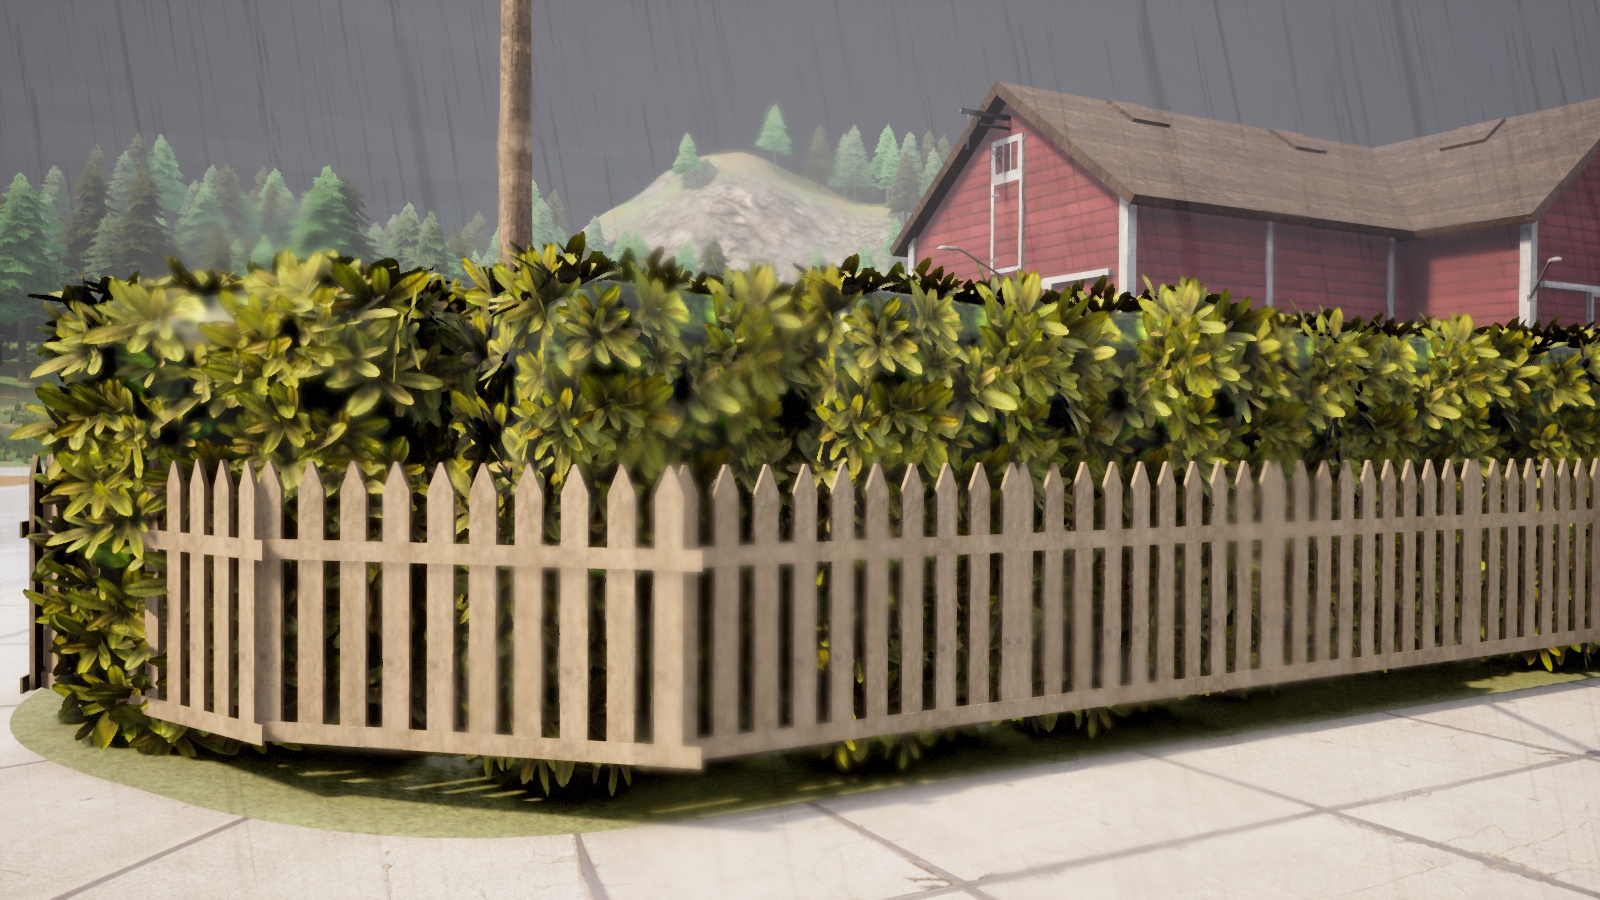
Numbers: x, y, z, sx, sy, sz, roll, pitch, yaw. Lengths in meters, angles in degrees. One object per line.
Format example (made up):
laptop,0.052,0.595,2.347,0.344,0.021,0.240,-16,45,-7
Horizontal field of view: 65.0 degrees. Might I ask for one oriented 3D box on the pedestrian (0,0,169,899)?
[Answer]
pedestrian,-0.938,0.594,0.746,0.900,1.855,0.874,-1,1,-35
